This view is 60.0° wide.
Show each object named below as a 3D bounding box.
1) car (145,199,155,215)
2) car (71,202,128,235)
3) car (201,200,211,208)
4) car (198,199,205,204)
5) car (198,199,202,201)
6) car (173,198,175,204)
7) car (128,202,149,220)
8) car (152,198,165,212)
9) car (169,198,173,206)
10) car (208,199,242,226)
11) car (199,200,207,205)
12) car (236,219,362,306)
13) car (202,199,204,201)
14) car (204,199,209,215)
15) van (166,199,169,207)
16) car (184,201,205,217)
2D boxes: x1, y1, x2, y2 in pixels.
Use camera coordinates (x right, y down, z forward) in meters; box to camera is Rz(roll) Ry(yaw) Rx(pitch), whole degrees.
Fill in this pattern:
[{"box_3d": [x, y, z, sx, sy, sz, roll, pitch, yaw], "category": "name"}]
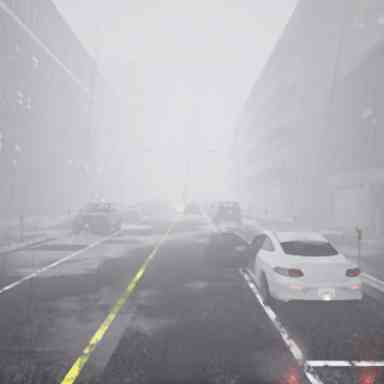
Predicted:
[{"box_3d": [-5.682, 1.865, 37.550, 1.967, 1.590, 4.097, 0, -1, 0], "category": "car"}, {"box_3d": [-5.682, 1.540, 20.481, 2.192, 1.841, 5.009, 0, -1, 0], "category": "car"}, {"box_3d": [2.699, 2.326, 65.993, 1.887, 1.381, 4.507, 0, -1, 0], "category": "car"}, {"box_3d": [2.700, 2.753, 94.441, 1.802, 1.307, 4.206, 0, -1, 0], "category": "car"}, {"box_3d": [0.044, 2.019, 47.144, 1.882, 1.535, 5.008, 0, -1, 0], "category": "car"}, {"box_3d": [-5.681, 2.516, 77.375, 1.802, 1.307, 4.206, 0, -1, 0], "category": "car"}, {"box_3d": [-5.683, 1.909, 31.858, 2.008, 1.369, 4.403, 0, -1, 0], "category": "car"}, {"box_3d": [-5.680, 1.877, 48.930, 2.192, 1.841, 5.009, 0, -1, 0], "category": "car"}, {"box_3d": [-5.681, 2.380, 71.515, 1.752, 1.417, 4.829, 0, -1, 0], "category": "car"}, {"box_3d": [2.699, 1.606, 26.168, 2.192, 1.841, 5.009, 0, -1, 0], "category": "car"}, {"box_3d": [2.700, 2.595, 83.061, 1.802, 1.307, 4.206, 0, -1, 0], "category": "car"}, {"box_3d": [2.353, 1.613, 8.118, 1.812, 1.442, 4.674, 0, -1, 0], "category": "car"}, {"box_3d": [2.698, 2.216, 54.614, 1.802, 1.307, 4.206, 0, -1, 0], "category": "car"}, {"box_3d": [2.699, 1.865, 37.546, 1.967, 1.590, 4.097, 0, -1, 0], "category": "car"}, {"box_3d": [-5.680, 2.048, 60.307, 1.690, 1.788, 3.998, 0, -1, 0], "category": "van"}, {"box_3d": [0.080, 1.986, 37.258, 1.994, 1.385, 4.181, 0, -1, 0], "category": "car"}]
